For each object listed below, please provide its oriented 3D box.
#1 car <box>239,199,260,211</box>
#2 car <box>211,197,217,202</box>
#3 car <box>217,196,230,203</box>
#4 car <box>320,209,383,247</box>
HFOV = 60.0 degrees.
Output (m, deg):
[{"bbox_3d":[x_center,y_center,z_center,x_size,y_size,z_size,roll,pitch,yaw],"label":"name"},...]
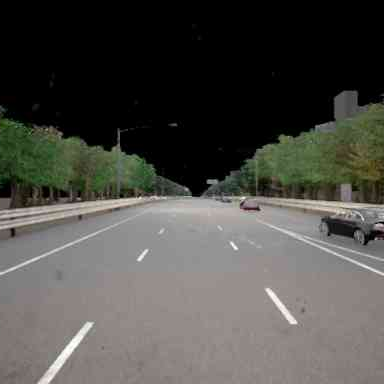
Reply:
[{"bbox_3d":[7.014,1.590,40.874,1.994,1.385,4.181,0,0,0],"label":"car"},{"bbox_3d":[7.231,1.990,92.886,1.895,1.301,4.718,0,-1,0],"label":"car"},{"bbox_3d":[7.107,1.683,71.851,1.812,1.442,4.674,0,-1,0],"label":"car"},{"bbox_3d":[7.661,1.509,15.227,2.128,1.511,4.902,0,0,-6],"label":"car"}]
